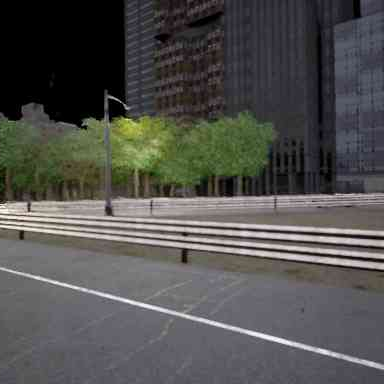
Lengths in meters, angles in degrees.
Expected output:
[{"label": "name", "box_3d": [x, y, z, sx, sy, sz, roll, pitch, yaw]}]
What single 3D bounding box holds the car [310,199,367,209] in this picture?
[{"label": "car", "box_3d": [14.733, 0.985, 33.448, 5.357, 1.411, 2.033, -1, 0, -6]}]
